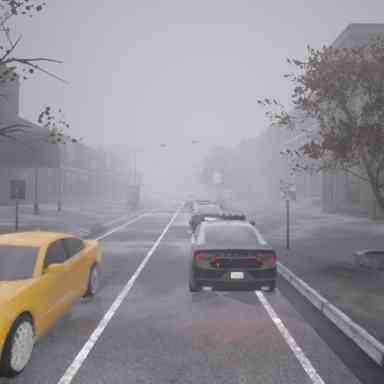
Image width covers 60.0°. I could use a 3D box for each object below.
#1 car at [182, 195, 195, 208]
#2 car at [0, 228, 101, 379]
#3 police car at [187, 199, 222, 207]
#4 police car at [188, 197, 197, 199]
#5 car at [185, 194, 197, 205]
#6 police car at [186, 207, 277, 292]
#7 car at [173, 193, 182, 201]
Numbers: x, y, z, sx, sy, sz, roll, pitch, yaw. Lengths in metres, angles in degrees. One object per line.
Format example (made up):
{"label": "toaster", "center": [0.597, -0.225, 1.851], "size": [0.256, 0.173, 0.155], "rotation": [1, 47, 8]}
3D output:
{"label": "car", "center": [-0.109, 1.522, 46.684], "size": [1.812, 1.442, 4.674], "rotation": [0, 0, 0]}
{"label": "car", "center": [-3.014, 1.480, 5.713], "size": [1.882, 1.535, 5.008], "rotation": [0, 0, 0]}
{"label": "police car", "center": [0.850, 1.434, 19.103], "size": [1.930, 1.638, 5.238], "rotation": [0, 0, 0]}
{"label": "police car", "center": [0.834, 1.436, 25.103], "size": [1.930, 1.638, 5.238], "rotation": [0, 0, 0]}
{"label": "car", "center": [-0.160, 1.276, 59.802], "size": [2.097, 1.767, 4.553], "rotation": [0, 0, 0]}
{"label": "police car", "center": [0.877, 1.429, 9.103], "size": [1.930, 1.638, 5.238], "rotation": [0, 0, 0]}
{"label": "car", "center": [-3.201, 1.131, 74.743], "size": [2.097, 1.767, 4.553], "rotation": [0, 1, 0]}
